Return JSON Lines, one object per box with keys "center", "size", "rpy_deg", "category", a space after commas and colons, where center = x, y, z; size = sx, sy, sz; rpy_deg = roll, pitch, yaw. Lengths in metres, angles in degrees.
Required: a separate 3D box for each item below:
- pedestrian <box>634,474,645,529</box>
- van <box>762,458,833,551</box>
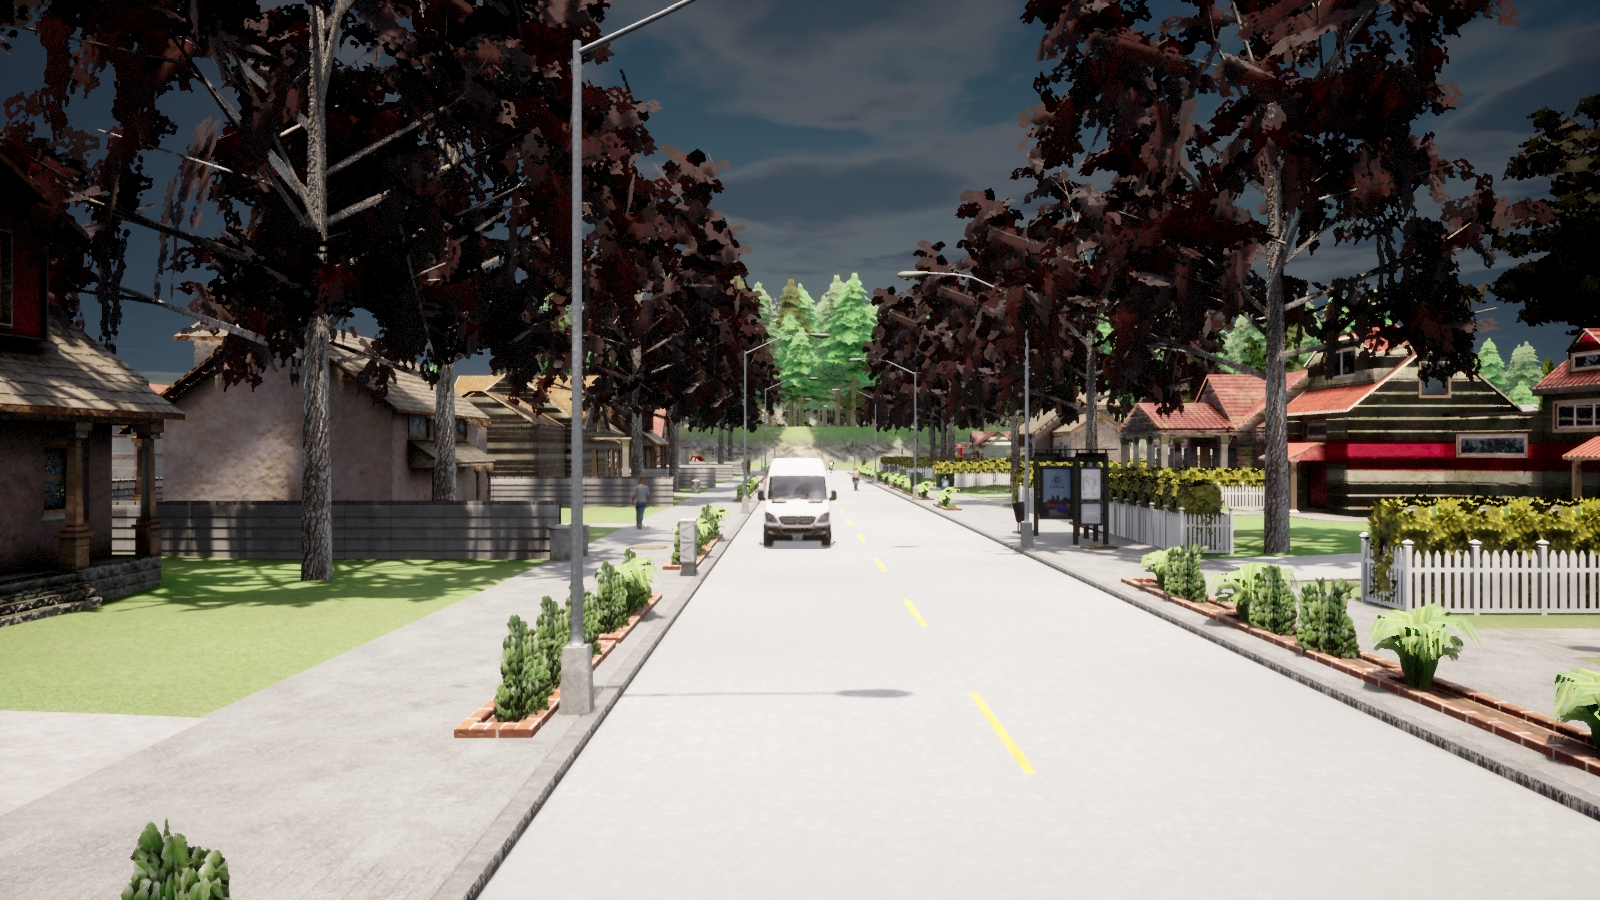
{"center": [-5.484, 1.743, 39.006], "size": [0.375, 1.860, 0.375], "rpy_deg": [0, 0, -10], "category": "pedestrian"}
{"center": [-0.073, 1.534, 34.679], "size": [1.988, 2.561, 5.915], "rpy_deg": [0, 0, 0], "category": "van"}
